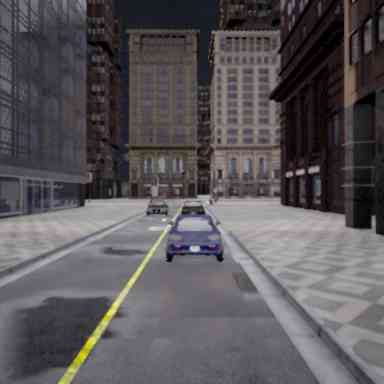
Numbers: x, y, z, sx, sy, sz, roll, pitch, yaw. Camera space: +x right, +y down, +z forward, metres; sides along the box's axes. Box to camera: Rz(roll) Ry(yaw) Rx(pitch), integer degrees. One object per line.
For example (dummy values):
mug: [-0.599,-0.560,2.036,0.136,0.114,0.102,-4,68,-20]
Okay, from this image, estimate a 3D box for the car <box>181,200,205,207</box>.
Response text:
car: [0.092,1.443,27.961,1.882,1.535,5.008,0,0,0]

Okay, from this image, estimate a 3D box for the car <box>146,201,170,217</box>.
car: [-3.095,1.527,30.959,1.994,1.385,4.181,0,0,0]

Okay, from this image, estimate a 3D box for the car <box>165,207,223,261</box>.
car: [0.089,1.507,12.143,1.812,1.442,4.674,0,0,0]
